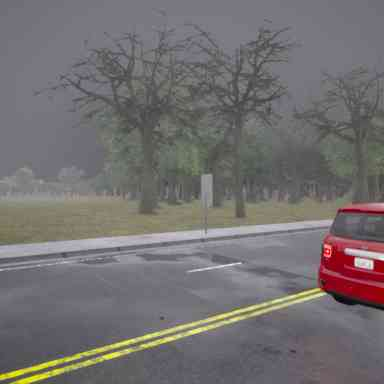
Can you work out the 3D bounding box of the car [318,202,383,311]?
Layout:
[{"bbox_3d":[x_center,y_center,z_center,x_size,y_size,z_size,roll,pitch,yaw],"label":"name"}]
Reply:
[{"bbox_3d":[4.913,1.223,6.797,5.566,2.045,2.150,0,0,-35],"label":"car"}]
